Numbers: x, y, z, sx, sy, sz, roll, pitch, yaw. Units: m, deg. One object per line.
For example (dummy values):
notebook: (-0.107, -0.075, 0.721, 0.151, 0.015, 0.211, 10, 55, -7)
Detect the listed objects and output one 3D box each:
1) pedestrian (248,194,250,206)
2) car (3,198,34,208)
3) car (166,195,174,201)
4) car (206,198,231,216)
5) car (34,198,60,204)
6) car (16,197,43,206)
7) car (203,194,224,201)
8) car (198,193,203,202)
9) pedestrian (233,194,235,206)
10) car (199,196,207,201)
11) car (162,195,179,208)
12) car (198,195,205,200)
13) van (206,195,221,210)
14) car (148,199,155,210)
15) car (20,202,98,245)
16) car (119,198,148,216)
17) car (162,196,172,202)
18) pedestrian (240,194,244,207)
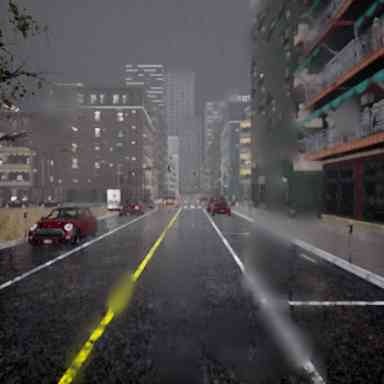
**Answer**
pedestrian: (8.131, 1.146, 47.920, 0.375, 1.860, 0.375, 0, 0, 0)
car: (-27.977, 1.949, 53.474, 4.403, 1.369, 2.008, -1, 1, 0)
car: (-5.704, 1.552, 86.215, 1.947, 1.339, 4.313, 0, 0, 0)
car: (2.681, 1.527, 31.706, 1.887, 1.381, 4.507, 0, 0, 0)
car: (-22.407, 1.868, 53.515, 4.403, 1.369, 2.008, -1, 1, 0)
car: (-30.277, 1.804, 62.094, 4.097, 1.590, 1.967, -1, 1, 0)
car: (2.679, 1.297, 37.234, 2.192, 1.841, 5.009, 0, 0, 0)
car: (2.678, 1.564, 75.156, 1.802, 1.307, 4.206, 0, 0, 0)
pedestrian: (6.132, 1.126, 48.520, 0.375, 1.860, 0.375, 0, 0, 0)
car: (2.677, 1.550, 80.680, 1.947, 1.339, 4.313, 0, 0, 0)
car: (-3.005, 1.330, 47.322, 2.097, 1.767, 4.553, 0, 0, 0)
car: (2.676, 1.533, 91.727, 1.887, 1.381, 4.507, 0, 0, 0)
van: (2.679, 1.322, 42.762, 1.690, 1.788, 3.998, 0, 0, 0)
car: (-5.700, 1.563, 42.762, 1.802, 1.307, 4.206, 0, 0, 0)
car: (-5.699, 1.429, 15.124, 1.967, 1.590, 4.097, 0, 0, 0)
car: (-5.700, 1.423, 31.706, 1.967, 1.590, 4.097, 0, 0, 0)
car: (-5.703, 1.548, 75.168, 1.947, 1.339, 4.313, 0, 0, 0)
pedestrian: (7.132, 1.130, 47.320, 0.375, 1.860, 0.375, 0, 0, 0)
